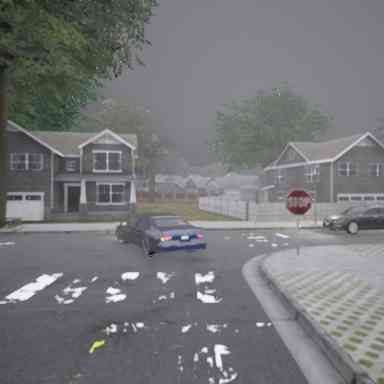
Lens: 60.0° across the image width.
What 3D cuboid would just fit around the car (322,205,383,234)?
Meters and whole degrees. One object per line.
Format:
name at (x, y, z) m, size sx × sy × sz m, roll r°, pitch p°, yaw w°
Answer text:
car at (9.855, 1.525, 18.924) m, size 4.892 × 1.490 × 1.837 m, roll 0°, pitch 0°, yaw -12°

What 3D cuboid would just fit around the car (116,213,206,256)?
car at (-1.445, 1.520, 13.099) m, size 2.033 × 1.411 × 5.357 m, roll 0°, pitch 0°, yaw -28°
